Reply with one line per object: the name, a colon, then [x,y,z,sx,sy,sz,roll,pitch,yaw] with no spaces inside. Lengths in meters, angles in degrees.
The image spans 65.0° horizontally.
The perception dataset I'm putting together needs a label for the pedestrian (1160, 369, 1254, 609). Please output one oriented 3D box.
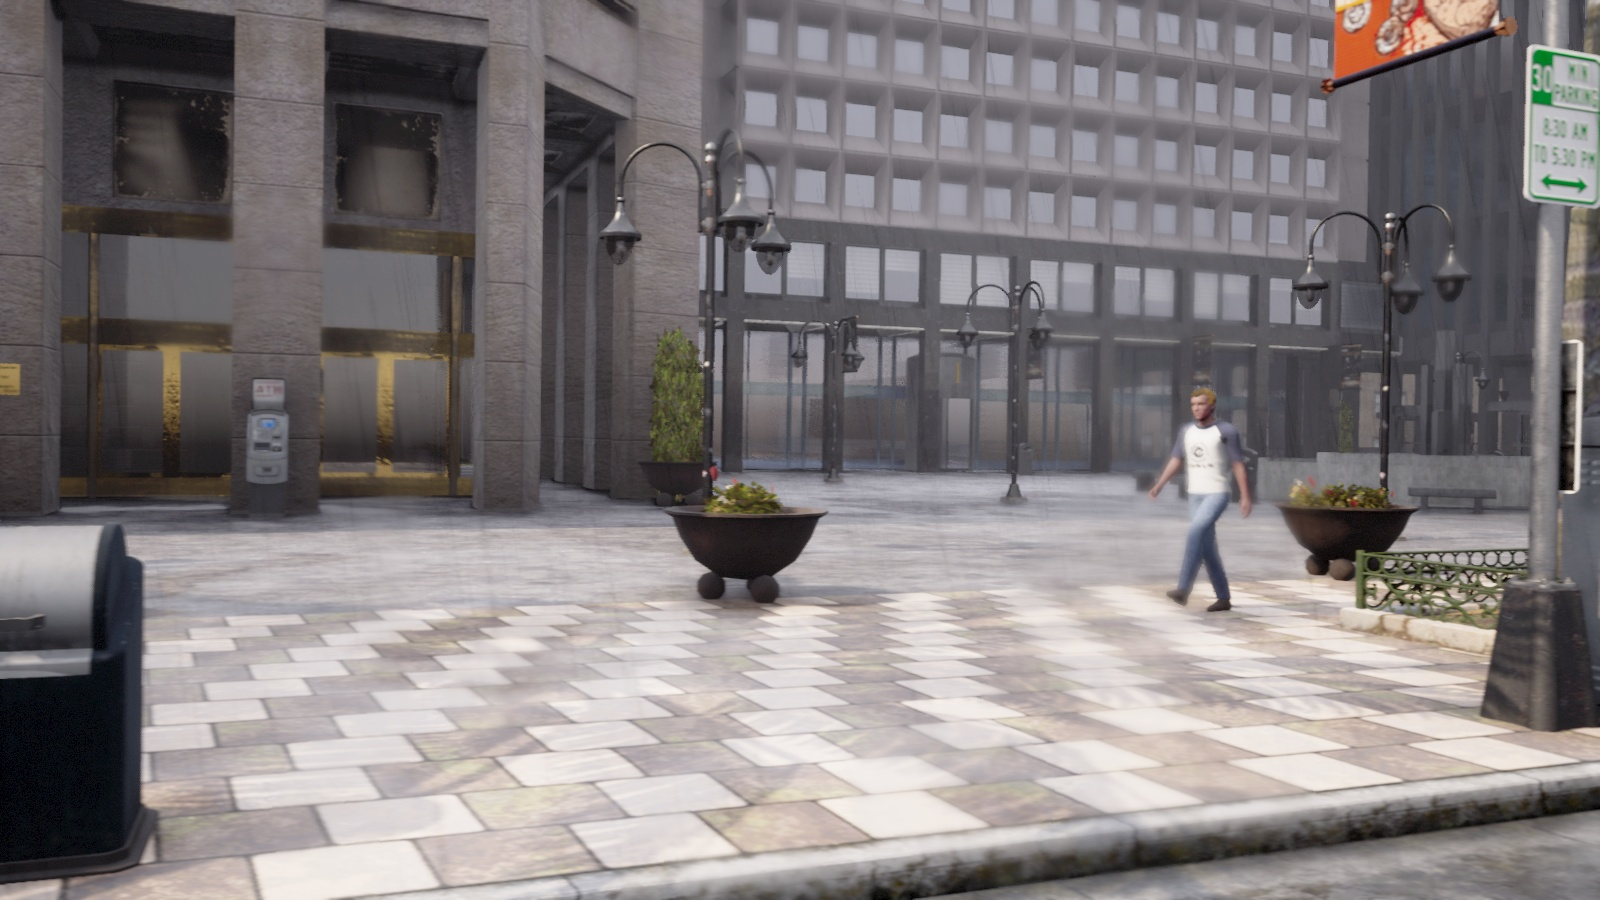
pedestrian: [3.236,0.295,9.970,0.706,1.836,0.354,-1,1,-35]
